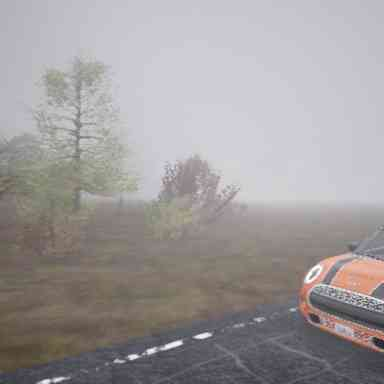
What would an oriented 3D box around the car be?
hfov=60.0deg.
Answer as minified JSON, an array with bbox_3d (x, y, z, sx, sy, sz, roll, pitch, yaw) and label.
[{"bbox_3d":[4.051,1.381,5.913,4.553,1.767,2.097,0,0,-32],"label":"car"}]
